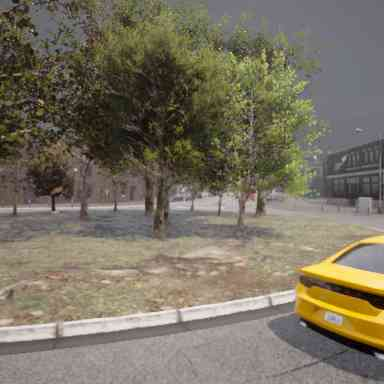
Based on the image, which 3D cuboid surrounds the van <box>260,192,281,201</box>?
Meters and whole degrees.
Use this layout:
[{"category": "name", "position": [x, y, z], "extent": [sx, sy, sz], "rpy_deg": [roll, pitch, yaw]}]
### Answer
[{"category": "van", "position": [17.807, 1.044, 75.635], "extent": [4.442, 1.987, 1.878], "rpy_deg": [0, 1, 11]}]

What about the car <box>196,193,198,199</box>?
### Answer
[{"category": "car", "position": [-1.484, 1.104, 81.241], "extent": [4.553, 1.767, 2.185], "rpy_deg": [0, 1, 11]}]

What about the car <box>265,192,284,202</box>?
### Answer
[{"category": "car", "position": [16.275, 1.367, 67.435], "extent": [4.792, 1.488, 2.163], "rpy_deg": [0, 0, 11]}]

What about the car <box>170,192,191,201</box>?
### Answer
[{"category": "car", "position": [-3.083, 1.184, 73.122], "extent": [4.553, 1.767, 2.185], "rpy_deg": [0, 0, 11]}]

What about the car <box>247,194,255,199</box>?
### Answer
[{"category": "car", "position": [14.976, 0.904, 84.996], "extent": [2.150, 2.045, 5.566], "rpy_deg": [0, 1, 11]}]

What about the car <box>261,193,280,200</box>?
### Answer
[{"category": "car", "position": [19.006, 1.077, 80.939], "extent": [4.553, 1.767, 2.185], "rpy_deg": [0, 1, 11]}]

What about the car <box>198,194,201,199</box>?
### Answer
[{"category": "car", "position": [-0.987, 1.200, 83.960], "extent": [4.892, 1.521, 2.231], "rpy_deg": [0, 1, 11]}]

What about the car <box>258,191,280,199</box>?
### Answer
[{"category": "car", "position": [20.621, 0.841, 89.116], "extent": [5.566, 2.045, 2.435], "rpy_deg": [0, 1, 11]}]

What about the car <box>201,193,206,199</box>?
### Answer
[{"category": "car", "position": [0.056, 0.878, 89.371], "extent": [5.566, 2.045, 2.435], "rpy_deg": [0, 1, 11]}]

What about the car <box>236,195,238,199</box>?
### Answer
[{"category": "car", "position": [13.059, 0.963, 90.769], "extent": [2.097, 1.767, 4.553], "rpy_deg": [0, 1, 11]}]

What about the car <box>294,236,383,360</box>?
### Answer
[{"category": "car", "position": [3.937, 1.479, 5.612], "extent": [5.008, 1.535, 1.882], "rpy_deg": [0, 0, -32]}]
